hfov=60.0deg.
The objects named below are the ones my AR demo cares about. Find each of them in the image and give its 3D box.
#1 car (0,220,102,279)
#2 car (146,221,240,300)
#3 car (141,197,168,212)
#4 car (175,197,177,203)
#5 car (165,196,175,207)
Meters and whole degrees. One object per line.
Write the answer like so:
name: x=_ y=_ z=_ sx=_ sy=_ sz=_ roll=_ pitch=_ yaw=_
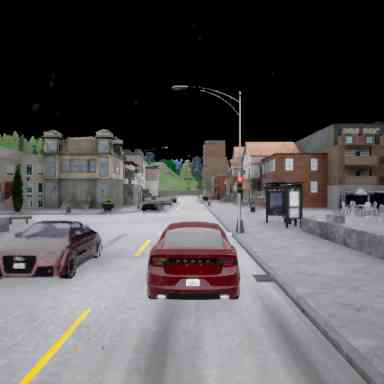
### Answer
car: x=-4.101 y=1.564 z=9.884 sx=1.994 sy=1.385 sz=4.181 roll=0 pitch=0 yaw=0
car: x=0.049 y=1.478 z=8.455 sx=1.882 sy=1.535 sz=5.008 roll=0 pitch=0 yaw=1
car: x=-4.389 y=1.601 z=38.174 sx=1.895 sy=1.301 sz=4.718 roll=0 pitch=0 yaw=7
car: x=-4.013 y=1.600 z=67.077 sx=1.895 sy=1.301 sz=4.718 roll=0 pitch=0 yaw=0
car: x=-4.105 y=1.499 z=52.467 sx=1.837 sy=1.490 sz=4.892 roll=0 pitch=2 yaw=-1
